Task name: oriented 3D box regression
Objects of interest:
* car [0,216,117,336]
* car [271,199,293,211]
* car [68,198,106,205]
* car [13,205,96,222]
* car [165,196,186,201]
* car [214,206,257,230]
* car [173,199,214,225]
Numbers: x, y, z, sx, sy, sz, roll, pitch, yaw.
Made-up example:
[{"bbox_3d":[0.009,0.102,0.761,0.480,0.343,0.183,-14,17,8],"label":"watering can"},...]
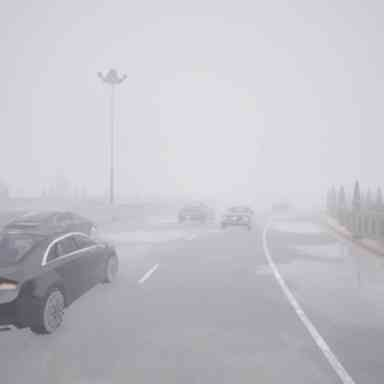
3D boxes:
[{"bbox_3d":[-2.960,1.480,6.701,2.128,1.511,4.902,0,0,4],"label":"car"},{"bbox_3d":[11.121,1.596,41.031,1.812,1.442,4.674,0,0,29],"label":"car"},{"bbox_3d":[-11.049,1.437,34.924,1.882,1.535,5.008,0,0,20],"label":"car"},{"bbox_3d":[-5.599,1.483,13.792,1.837,1.490,4.892,0,0,9],"label":"car"},{"bbox_3d":[-2.244,1.357,46.203,2.097,1.767,4.553,0,0,28],"label":"car"},{"bbox_3d":[3.086,1.571,21.369,2.033,1.411,5.357,0,0,15],"label":"car"},{"bbox_3d":[0.418,1.503,24.497,2.128,1.511,4.902,0,0,16],"label":"car"}]
